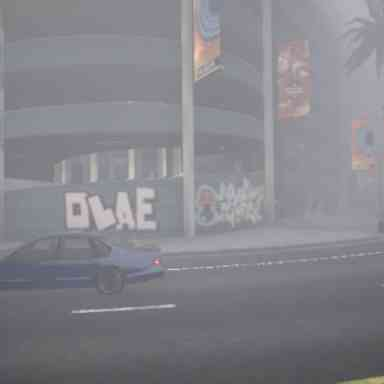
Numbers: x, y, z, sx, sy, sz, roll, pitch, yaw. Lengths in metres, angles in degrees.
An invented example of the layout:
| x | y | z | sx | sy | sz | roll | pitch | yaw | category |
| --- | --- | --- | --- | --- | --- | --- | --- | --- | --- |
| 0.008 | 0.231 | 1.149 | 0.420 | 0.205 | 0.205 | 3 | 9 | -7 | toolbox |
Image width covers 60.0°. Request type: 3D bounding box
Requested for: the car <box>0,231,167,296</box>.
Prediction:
| x | y | z | sx | sy | sz | roll | pitch | yaw | category |
| --- | --- | --- | --- | --- | --- | --- | --- | --- | --- |
| -3.322 | 1.738 | 8.462 | 5.357 | 1.411 | 2.033 | -1 | -1 | -6 | car |

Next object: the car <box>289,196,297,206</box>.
| x | y | z | sx | sy | sz | roll | pitch | yaw | category |
| --- | --- | --- | --- | --- | --- | --- | --- | --- | --- |
| 14.351 | 1.637 | 47.843 | 2.435 | 2.045 | 5.566 | -2 | -1 | 39 | car |
